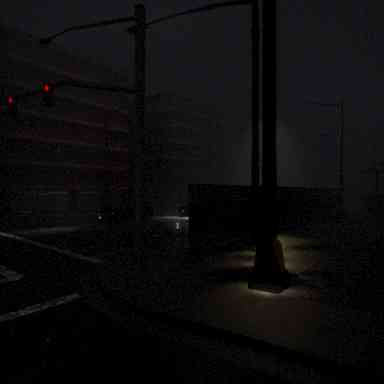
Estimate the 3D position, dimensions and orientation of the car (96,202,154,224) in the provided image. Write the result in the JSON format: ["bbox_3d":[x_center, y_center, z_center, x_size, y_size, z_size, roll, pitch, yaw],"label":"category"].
[{"bbox_3d":[-4.884,1.491,24.761,2.128,1.511,4.902,0,0,35],"label":"car"}]

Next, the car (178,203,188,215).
[{"bbox_3d":[0.557,1.505,32.503,1.837,1.490,4.892,0,0,35],"label":"car"}]
